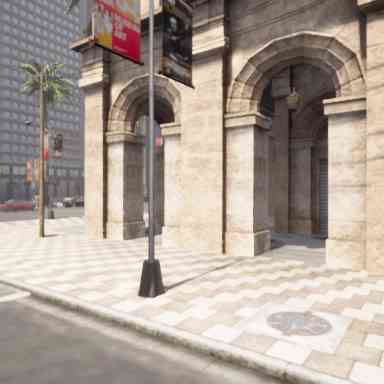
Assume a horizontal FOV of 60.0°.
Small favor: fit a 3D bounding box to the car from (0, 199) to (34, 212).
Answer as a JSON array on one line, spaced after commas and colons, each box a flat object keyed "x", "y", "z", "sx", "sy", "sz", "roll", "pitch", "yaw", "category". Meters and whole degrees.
[{"x": -20.380, "y": 1.540, "z": 38.148, "sx": 1.994, "sy": 1.385, "sz": 4.181, "roll": 0, "pitch": 0, "yaw": 36, "category": "car"}]

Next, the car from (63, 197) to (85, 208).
[{"x": -16.562, "y": 1.488, "z": 48.769, "sx": 2.161, "sy": 1.482, "sz": 4.786, "roll": 0, "pitch": 0, "yaw": 35, "category": "car"}]
